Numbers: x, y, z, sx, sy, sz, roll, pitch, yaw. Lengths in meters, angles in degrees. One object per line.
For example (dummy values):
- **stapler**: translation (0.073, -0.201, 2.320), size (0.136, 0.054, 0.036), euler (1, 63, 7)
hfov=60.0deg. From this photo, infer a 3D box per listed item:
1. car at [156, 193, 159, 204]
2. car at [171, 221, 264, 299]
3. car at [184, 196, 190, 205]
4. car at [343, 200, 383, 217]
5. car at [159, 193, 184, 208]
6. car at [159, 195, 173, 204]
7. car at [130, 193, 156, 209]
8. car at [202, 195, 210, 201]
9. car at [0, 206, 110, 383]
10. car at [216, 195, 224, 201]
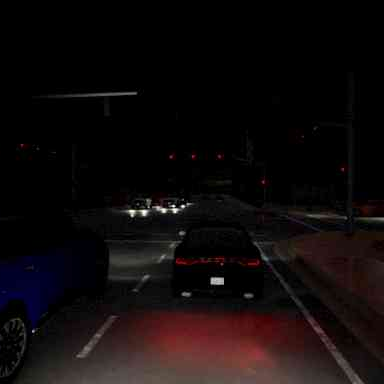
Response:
- **car**: translation (-5.900, 1.221, 55.576), size (2.150, 2.045, 5.566), euler (0, 0, 5)
- **car**: translation (0.636, 1.478, 8.549), size (1.882, 1.535, 5.008), euler (0, 0, 4)
- **car**: translation (-2.139, 1.352, 58.536), size (2.097, 1.767, 4.553), euler (0, 0, 5)
- **car**: translation (16.717, 1.478, 30.924), size (5.008, 1.535, 1.882), euler (0, 0, 5)
- **car**: translation (-2.940, 1.221, 48.879), size (2.150, 2.045, 5.566), euler (0, 0, 4)
- **car**: translation (-5.036, 1.478, 65.621), size (1.882, 1.535, 5.008), euler (0, 0, 5)
- **car**: translation (-6.767, 1.221, 45.265), size (2.150, 2.045, 5.566), euler (0, 0, 3)
- **car**: translation (3.561, 1.524, 84.681), size (1.812, 1.442, 4.674), euler (0, 0, 5)
- **car**: translation (-3.081, 1.221, 5.436), size (2.150, 2.045, 5.566), euler (0, 0, 3)
- **car**: translation (7.078, 1.553, 84.746), size (1.994, 1.385, 4.181), euler (0, 0, 5)
